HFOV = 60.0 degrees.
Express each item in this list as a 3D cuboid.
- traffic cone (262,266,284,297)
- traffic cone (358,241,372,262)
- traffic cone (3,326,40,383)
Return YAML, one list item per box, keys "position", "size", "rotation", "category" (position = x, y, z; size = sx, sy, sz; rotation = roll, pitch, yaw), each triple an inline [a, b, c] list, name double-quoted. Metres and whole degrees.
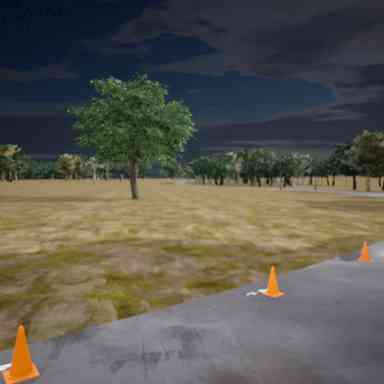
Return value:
- position: [1.724, 1.881, 7.083]
  size: [0.340, 0.580, 0.340]
  rotation: [-1, 1, -40]
  category: "traffic cone"
- position: [5.368, 1.825, 10.313]
  size: [0.340, 0.580, 0.340]
  rotation: [-1, 1, -43]
  category: "traffic cone"
- position: [-2.074, 1.926, 4.038]
  size: [0.340, 0.580, 0.340]
  rotation: [-1, 1, -37]
  category: "traffic cone"
